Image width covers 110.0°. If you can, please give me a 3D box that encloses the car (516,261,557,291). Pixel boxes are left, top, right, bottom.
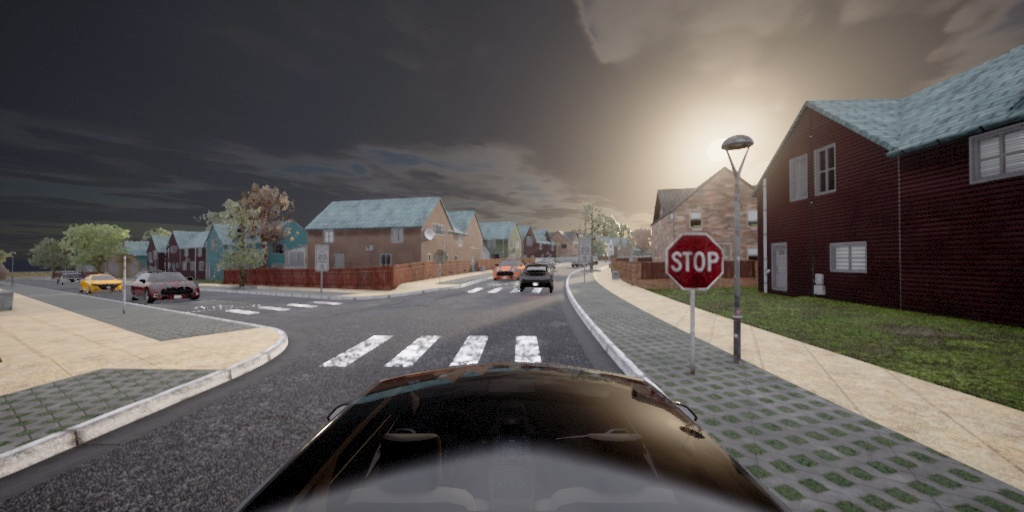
[{"bbox_3d":[1.571,1.226,21.397,1.837,1.490,4.892,0,0,8],"label":"car"}]

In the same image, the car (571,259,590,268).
[{"bbox_3d":[10.856,1.118,57.386,2.033,1.411,5.357,0,0,22],"label":"car"}]

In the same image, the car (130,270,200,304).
[{"bbox_3d":[-19.637,1.652,20.282,4.553,1.767,2.097,-2,-2,33],"label":"car"}]

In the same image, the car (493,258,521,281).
[{"bbox_3d":[-0.133,1.059,29.262,2.097,1.767,4.553,0,0,11],"label":"car"}]

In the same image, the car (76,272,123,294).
[{"bbox_3d":[-33.417,2.225,29.207,5.008,1.535,1.882,-2,-2,33],"label":"car"}]

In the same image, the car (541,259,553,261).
[{"bbox_3d":[4.573,1.126,48.227,2.128,1.511,4.902,0,0,18],"label":"car"}]

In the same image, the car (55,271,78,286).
[{"bbox_3d":[-46.287,2.325,37.649,5.357,1.411,2.033,-2,-2,33],"label":"car"}]
